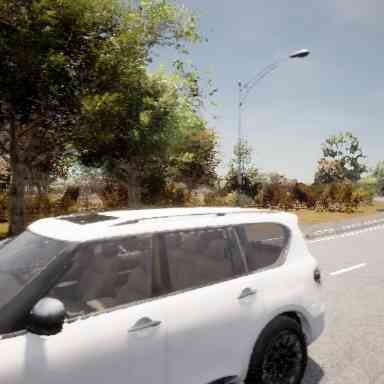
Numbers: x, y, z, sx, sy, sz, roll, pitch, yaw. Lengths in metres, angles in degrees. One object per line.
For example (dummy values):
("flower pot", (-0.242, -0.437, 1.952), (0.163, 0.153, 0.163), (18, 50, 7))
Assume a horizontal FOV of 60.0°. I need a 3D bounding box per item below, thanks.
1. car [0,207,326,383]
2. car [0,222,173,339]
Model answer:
("car", (-0.892, 1.229, 3.445), (5.566, 2.045, 2.150), (0, 0, -37))
("car", (-2.918, 1.521, 6.330), (4.892, 1.490, 1.837), (0, 0, -37))
